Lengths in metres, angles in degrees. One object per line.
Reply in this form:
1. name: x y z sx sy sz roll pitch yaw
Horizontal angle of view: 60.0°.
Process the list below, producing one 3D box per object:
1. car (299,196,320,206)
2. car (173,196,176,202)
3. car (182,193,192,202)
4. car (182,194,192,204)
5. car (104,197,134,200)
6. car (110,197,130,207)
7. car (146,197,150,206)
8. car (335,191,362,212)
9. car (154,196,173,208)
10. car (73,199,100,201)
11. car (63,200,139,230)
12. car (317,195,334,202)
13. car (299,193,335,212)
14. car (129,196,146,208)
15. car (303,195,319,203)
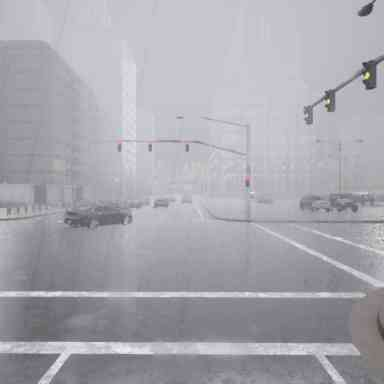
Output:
1. car: 18.716 1.395 53.170 1.970 1.475 3.806 0 0 0
2. car: -4.606 1.555 73.006 1.994 1.385 4.181 0 0 0
3. car: -1.122 1.181 74.394 2.097 1.767 4.553 0 0 0
4. car: -1.070 1.601 65.665 1.895 1.301 4.718 0 0 0
5. car: -7.996 1.564 36.730 1.994 1.385 4.181 0 0 0
6. car: -11.592 1.547 53.943 2.033 1.411 5.357 0 0 0
7. car: -8.096 1.491 55.316 2.128 1.511 4.902 0 0 0
8. car: 16.053 1.156 35.696 1.905 1.878 3.866 0 0 0
9. car: -4.369 1.491 48.399 2.128 1.511 4.902 0 0 0
10. car: -11.481 1.492 34.135 2.128 1.511 4.902 0 0 0
11. car: -5.891 1.505 21.362 1.837 1.490 4.892 2 1 31
12. car: 27.341 1.364 68.293 1.784 1.438 3.905 0 0 0
13. car: 13.159 1.153 35.744 1.932 1.855 4.605 0 0 0
14. car: -8.047 1.352 45.432 2.097 1.767 4.553 0 0 0
15. car: 24.446 1.395 68.286 1.970 1.475 3.806 0 0 0
